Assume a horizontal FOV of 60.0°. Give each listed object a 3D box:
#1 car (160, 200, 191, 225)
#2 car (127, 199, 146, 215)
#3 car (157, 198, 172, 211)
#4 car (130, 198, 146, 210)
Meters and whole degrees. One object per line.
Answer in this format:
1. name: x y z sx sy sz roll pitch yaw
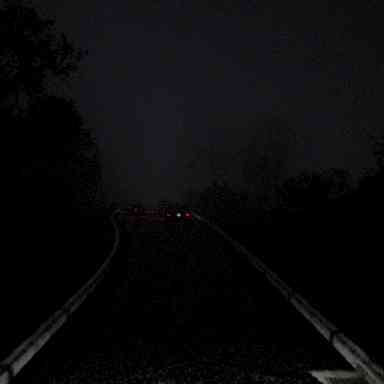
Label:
1. car: -1.117 1.566 24.455 2.033 1.411 5.357 0 0 -5
2. car: -5.694 1.551 34.133 1.812 1.442 4.674 0 0 -8
3. car: -3.361 1.523 42.293 2.128 1.511 4.902 0 0 -9
4. car: -7.422 1.597 45.510 1.994 1.385 4.181 0 0 -10
